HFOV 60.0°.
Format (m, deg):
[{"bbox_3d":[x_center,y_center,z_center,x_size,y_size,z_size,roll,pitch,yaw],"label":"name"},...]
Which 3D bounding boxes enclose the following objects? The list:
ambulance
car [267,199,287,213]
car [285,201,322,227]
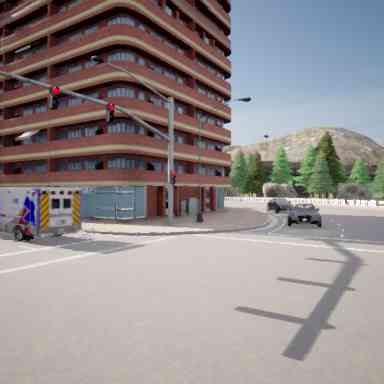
[{"bbox_3d":[-8.283,1.015,16.509,6.366,2.431,2.351,0,0,33],"label":"ambulance"},{"bbox_3d":[9.398,1.434,35.496,1.812,1.442,4.674,0,0,-5],"label":"car"},{"bbox_3d":[7.452,1.491,22.023,1.994,1.385,4.181,0,0,19],"label":"car"}]
